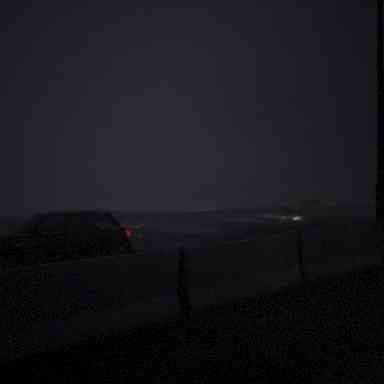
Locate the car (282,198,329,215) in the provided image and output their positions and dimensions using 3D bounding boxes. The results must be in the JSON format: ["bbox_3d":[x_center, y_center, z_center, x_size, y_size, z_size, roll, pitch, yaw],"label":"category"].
[{"bbox_3d":[10.678,1.316,31.233,5.008,1.535,1.882,0,0,-31],"label":"car"}]

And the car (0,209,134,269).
[{"bbox_3d":[-4.067,1.323,9.540,4.553,1.767,2.097,0,0,-34],"label":"car"}]
